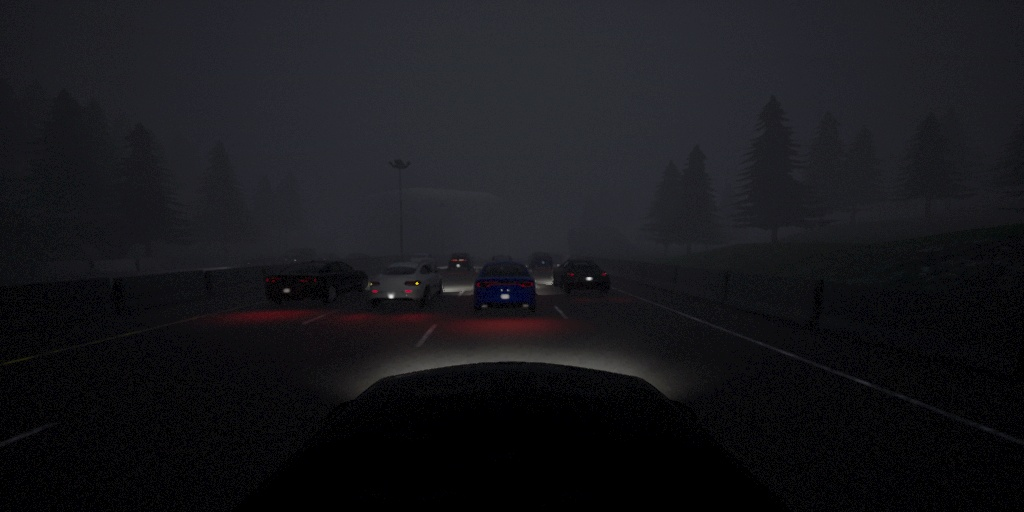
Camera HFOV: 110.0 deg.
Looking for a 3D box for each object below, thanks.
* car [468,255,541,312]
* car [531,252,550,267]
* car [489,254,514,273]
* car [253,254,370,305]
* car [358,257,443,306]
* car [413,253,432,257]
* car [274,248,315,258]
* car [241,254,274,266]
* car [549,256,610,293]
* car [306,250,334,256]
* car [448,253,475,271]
[{"bbox_3d":[-0.265,0.892,12.464,1.882,1.535,5.008,0,2,-2],"label":"car"},{"bbox_3d":[2.559,0.369,32.808,1.882,1.535,5.008,0,1,-2],"label":"car"},{"bbox_3d":[-0.847,0.571,29.866,1.895,1.301,4.718,0,1,-2],"label":"car"},{"bbox_3d":[-7.313,0.879,13.982,1.882,1.535,5.008,0,2,-2],"label":"car"},{"bbox_3d":[-3.792,0.930,13.350,1.812,1.442,4.674,0,2,-2],"label":"car"},{"bbox_3d":[-7.917,0.483,31.925,1.812,1.442,4.674,0,1,-2],"label":"car"},{"bbox_3d":[-26.006,0.042,43.862,2.150,2.045,5.566,0,1,-2],"label":"car"},{"bbox_3d":[-29.451,0.464,42.162,1.895,1.301,4.718,0,1,-2],"label":"car"},{"bbox_3d":[3.107,0.843,16.719,1.994,1.385,4.181,0,2,-2],"label":"car"},{"bbox_3d":[-22.492,0.334,43.439,1.812,1.442,4.674,0,1,-2],"label":"car"},{"bbox_3d":[-4.391,0.463,31.159,1.837,1.490,4.892,0,1,-2],"label":"car"}]
